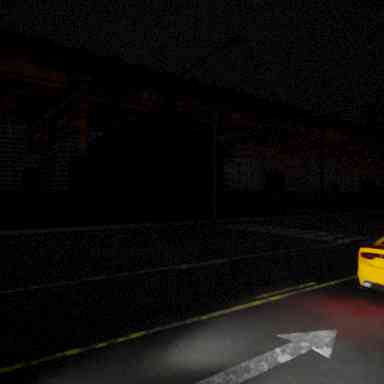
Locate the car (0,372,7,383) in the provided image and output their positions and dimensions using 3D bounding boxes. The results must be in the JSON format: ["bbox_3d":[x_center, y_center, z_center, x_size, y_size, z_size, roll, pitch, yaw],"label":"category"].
[{"bbox_3d":[-3.376,1.587,1.344,4.718,1.301,1.895,0,0,-35],"label":"car"}]

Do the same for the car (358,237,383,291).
[{"bbox_3d":[5.998,1.541,8.014,5.008,1.535,1.882,0,0,-35],"label":"car"}]
